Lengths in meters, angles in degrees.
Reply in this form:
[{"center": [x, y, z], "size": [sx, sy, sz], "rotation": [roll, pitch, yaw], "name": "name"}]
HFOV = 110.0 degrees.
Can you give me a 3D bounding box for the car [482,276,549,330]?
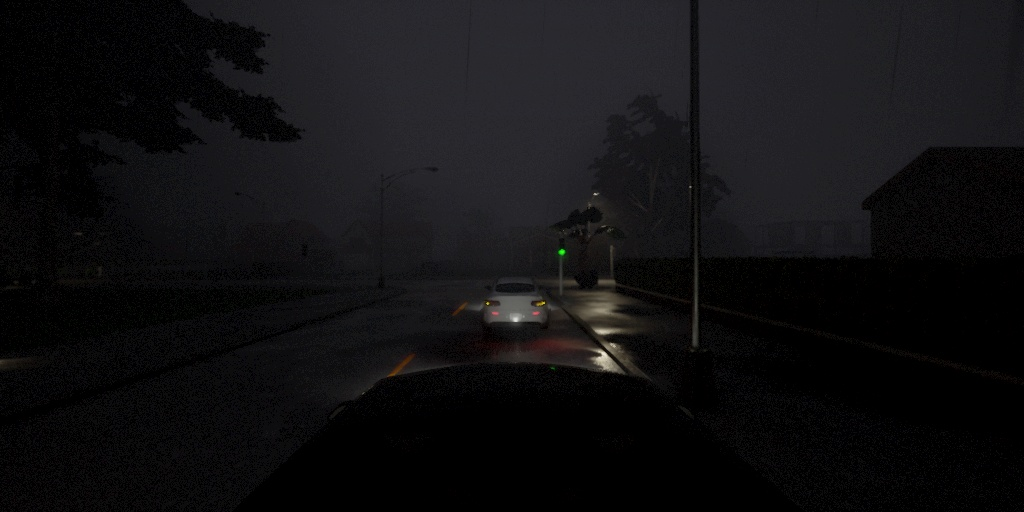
[{"center": [0.094, 1.359, 11.310], "size": [1.812, 1.442, 4.674], "rotation": [0, 0, 0], "name": "car"}]
